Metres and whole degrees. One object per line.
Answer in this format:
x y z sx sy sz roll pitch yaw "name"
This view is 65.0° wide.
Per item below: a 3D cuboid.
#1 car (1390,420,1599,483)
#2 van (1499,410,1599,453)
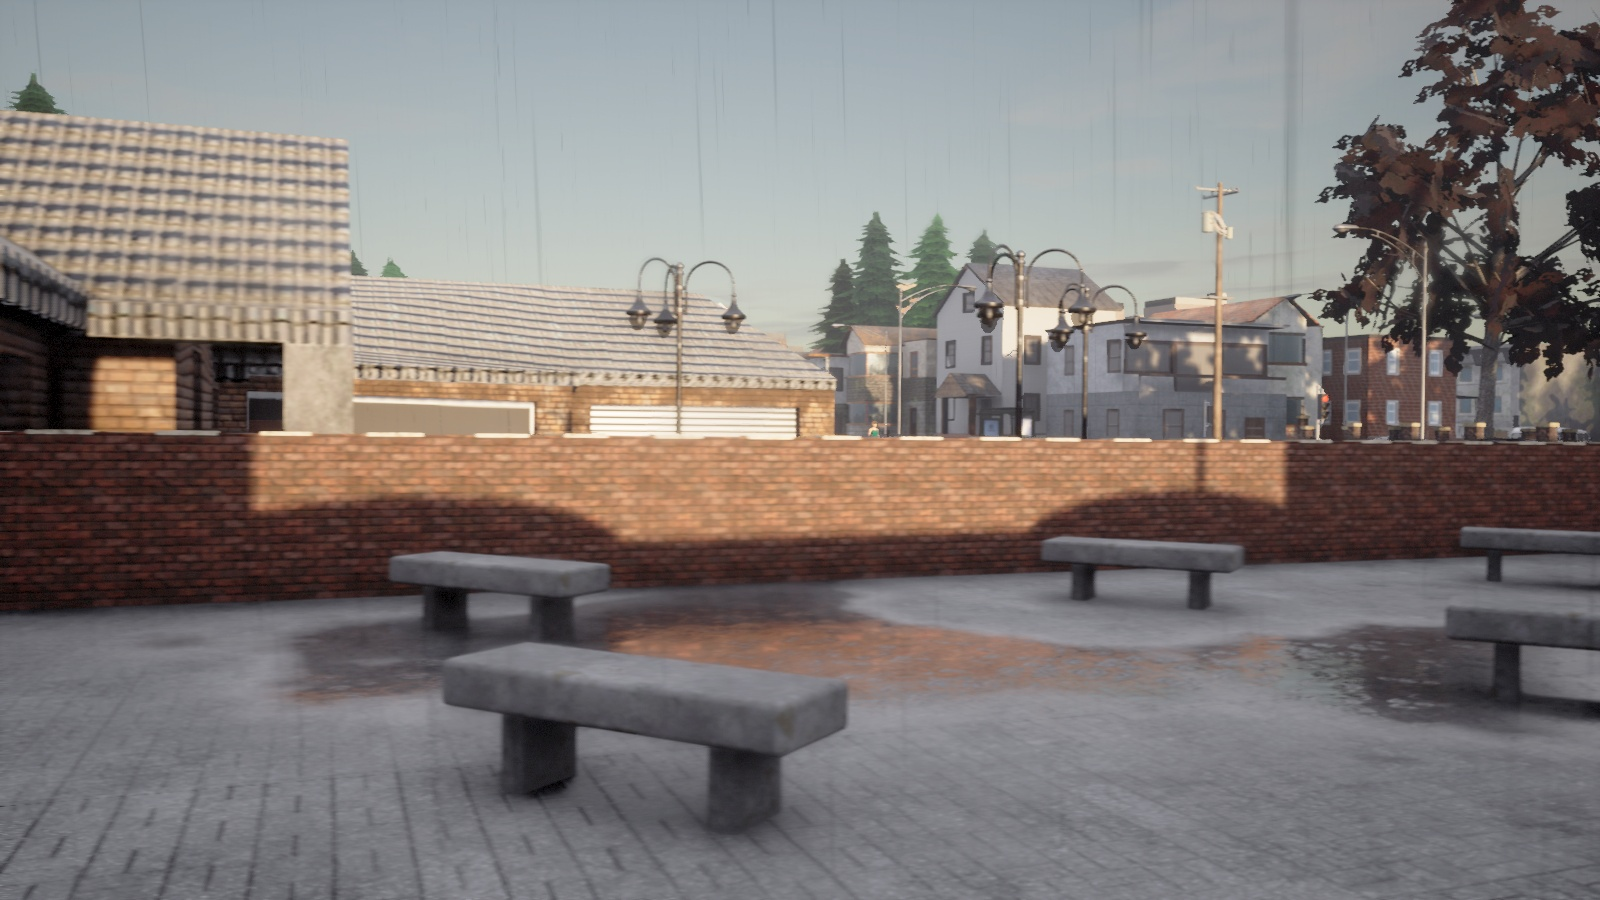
18.659 0.004 33.838 1.882 1.535 5.008 -1 1 -23 "car"
37.036 -0.925 61.985 4.480 2.038 2.069 -1 1 -23 "van"
